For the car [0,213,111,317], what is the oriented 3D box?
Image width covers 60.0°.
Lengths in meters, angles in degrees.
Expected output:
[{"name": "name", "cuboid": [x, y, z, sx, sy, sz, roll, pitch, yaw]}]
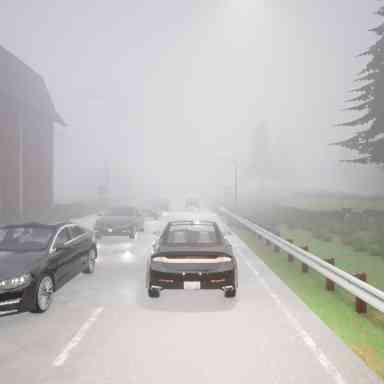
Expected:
[{"name": "car", "cuboid": [-3.600, 1.464, 7.621, 2.128, 1.511, 4.902, 0, 0, 0]}]

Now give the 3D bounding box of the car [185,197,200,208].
[{"name": "car", "cuboid": [0.079, 1.386, 44.059, 2.033, 1.411, 5.357, 0, 0, 0]}]

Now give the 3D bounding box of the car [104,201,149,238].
[{"name": "car", "cuboid": [-3.598, 1.442, 17.092, 1.837, 1.490, 4.892, 0, 0, 0]}]

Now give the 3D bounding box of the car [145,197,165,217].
[{"name": "car", "cuboid": [-3.594, 1.424, 27.357, 1.812, 1.442, 4.674, 0, 0, 0]}]

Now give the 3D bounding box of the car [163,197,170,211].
[{"name": "car", "cuboid": [-3.553, 1.337, 37.845, 1.882, 1.535, 5.008, 0, 0, 0]}]

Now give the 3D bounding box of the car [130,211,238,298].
[{"name": "car", "cuboid": [0.001, 1.464, 8.440, 2.128, 1.511, 4.902, 0, 0, 0]}]
